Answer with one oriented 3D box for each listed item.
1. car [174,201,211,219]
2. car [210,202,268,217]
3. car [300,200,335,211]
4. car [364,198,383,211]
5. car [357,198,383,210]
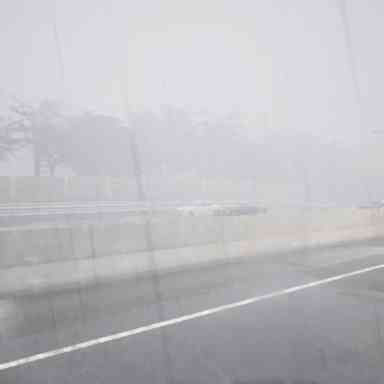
[{"bbox_3d":[0.593,1.530,29.275,4.674,1.442,1.812,0,0,-38],"label":"car"},{"bbox_3d":[4.208,1.608,28.410,4.718,1.301,1.895,0,0,-35],"label":"car"},{"bbox_3d":[15.295,1.633,40.471,4.718,1.301,1.895,0,0,-36],"label":"car"},{"bbox_3d":[24.316,1.547,42.545,4.902,1.511,2.128,0,0,-35],"label":"car"},{"bbox_3d":[19.251,1.634,34.743,4.718,1.301,1.895,0,0,-35],"label":"car"}]
